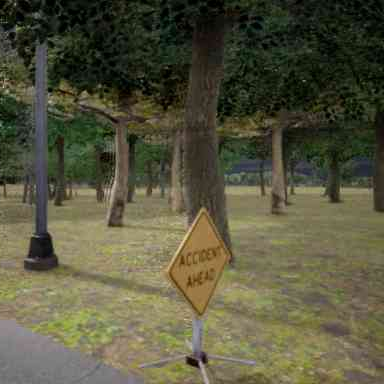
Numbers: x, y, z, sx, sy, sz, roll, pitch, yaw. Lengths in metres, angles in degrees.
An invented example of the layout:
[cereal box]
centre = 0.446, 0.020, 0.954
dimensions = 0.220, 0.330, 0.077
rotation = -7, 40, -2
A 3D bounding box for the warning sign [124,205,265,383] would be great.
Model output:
[warning sign]
centre = 0.077, 1.118, 3.897
dimensions = 1.060, 1.860, 1.300
rotation = 1, 0, 36
